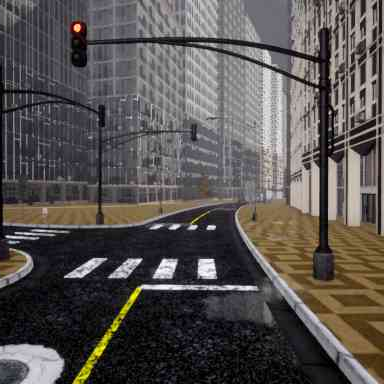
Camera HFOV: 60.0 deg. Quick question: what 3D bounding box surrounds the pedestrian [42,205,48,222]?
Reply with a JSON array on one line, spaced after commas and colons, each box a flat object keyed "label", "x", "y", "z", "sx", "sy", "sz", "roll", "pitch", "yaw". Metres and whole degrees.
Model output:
[{"label": "pedestrian", "x": -9.298, "y": 1.345, "z": 21.024, "sx": 0.500, "sy": 1.100, "sz": 0.500, "roll": 0, "pitch": 0, "yaw": 17}]

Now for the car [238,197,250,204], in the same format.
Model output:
[{"label": "car", "x": 10.840, "y": 1.732, "z": 69.047, "sx": 1.882, "sy": 1.535, "sz": 5.008, "roll": 0, "pitch": 0, "yaw": 19}]
